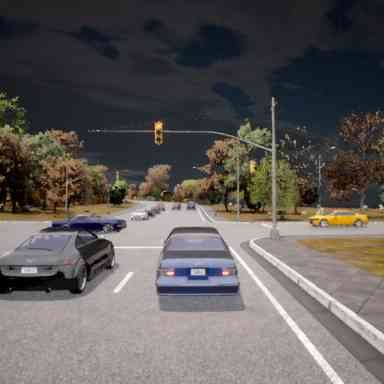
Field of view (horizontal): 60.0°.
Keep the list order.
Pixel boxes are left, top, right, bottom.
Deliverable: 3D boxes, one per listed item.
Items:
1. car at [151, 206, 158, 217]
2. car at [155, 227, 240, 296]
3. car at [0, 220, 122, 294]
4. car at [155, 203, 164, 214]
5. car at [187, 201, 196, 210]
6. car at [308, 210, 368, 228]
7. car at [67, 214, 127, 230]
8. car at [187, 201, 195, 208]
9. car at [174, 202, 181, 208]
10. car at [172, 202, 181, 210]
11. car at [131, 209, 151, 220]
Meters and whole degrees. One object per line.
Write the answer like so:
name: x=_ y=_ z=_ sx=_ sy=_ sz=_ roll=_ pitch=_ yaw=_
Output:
car: x=-7.232 y=3.470 z=55.271 sx=1.895 sy=1.301 sz=4.718 roll=0 pitch=-1 yaw=0
car: x=0.069 y=1.647 z=8.945 sx=2.033 sy=1.411 sz=5.357 roll=0 pitch=-1 yaw=-1
car: x=-3.444 y=1.665 z=9.054 sx=1.994 sy=1.385 sz=4.181 roll=0 pitch=-1 yaw=0
car: x=-7.205 y=3.535 z=65.018 sx=2.033 sy=1.411 sz=5.357 roll=0 pitch=0 yaw=0
car: x=-0.201 y=3.310 z=77.827 sx=2.097 sy=1.767 sz=4.553 roll=0 pitch=0 yaw=0
car: x=12.965 y=2.368 z=29.674 sx=5.008 sy=1.535 sz=1.882 roll=0 pitch=-3 yaw=-2
car: x=-6.895 y=2.171 z=22.703 sx=4.718 sy=1.301 sz=1.895 roll=0 pitch=-3 yaw=4
car: x=-0.322 y=3.243 z=88.005 sx=1.882 sy=1.535 sz=5.008 roll=0 pitch=0 yaw=-4
car: x=-3.846 y=3.428 z=88.263 sx=1.837 sy=1.490 sz=4.892 roll=0 pitch=0 yaw=-4
car: x=-3.703 y=3.485 z=78.287 sx=1.812 sy=1.442 sz=4.674 roll=0 pitch=0 yaw=0
car: x=-7.225 y=3.145 z=46.251 sx=1.812 sy=1.442 sz=4.674 roll=0 pitch=-2 yaw=0
